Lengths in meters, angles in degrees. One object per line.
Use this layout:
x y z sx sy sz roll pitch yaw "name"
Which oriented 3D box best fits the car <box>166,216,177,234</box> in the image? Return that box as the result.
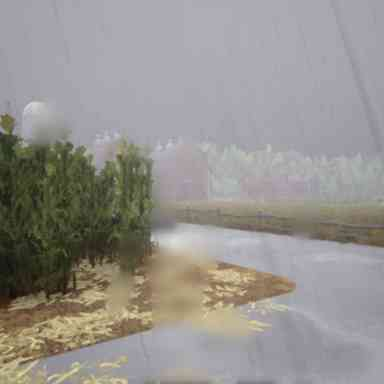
-2.621 1.661 19.233 1.994 1.385 4.181 0 -1 -35 "car"
